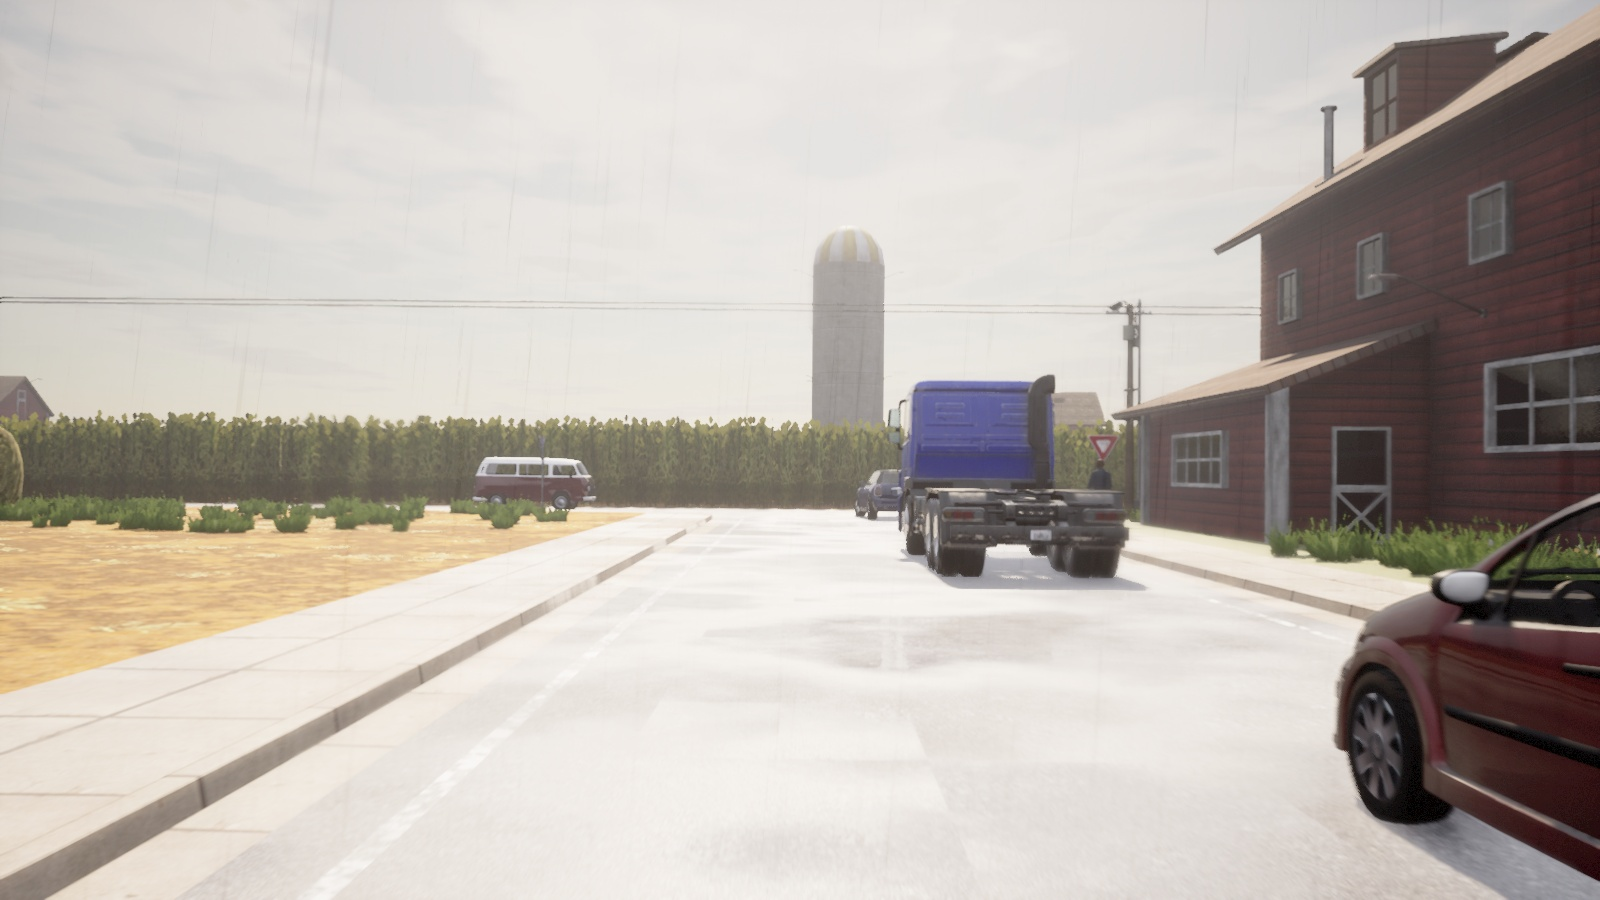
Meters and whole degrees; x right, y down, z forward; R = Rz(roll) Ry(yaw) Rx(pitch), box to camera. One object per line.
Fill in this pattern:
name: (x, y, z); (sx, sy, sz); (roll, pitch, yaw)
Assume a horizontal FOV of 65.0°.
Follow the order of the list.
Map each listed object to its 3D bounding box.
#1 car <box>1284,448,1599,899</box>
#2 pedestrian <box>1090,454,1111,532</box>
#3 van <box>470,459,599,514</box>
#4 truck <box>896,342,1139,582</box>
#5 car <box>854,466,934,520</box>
car: (3.494, 0.815, 4.653); (1.851, 1.617, 3.988); (0, -1, 0)
pedestrian: (7.228, 1.028, 30.225); (0.370, 1.835, 0.726); (0, -1, 5)
van: (-10.095, 1.391, 48.032); (4.480, 2.038, 2.069); (0, -1, 1)
truck: (3.455, 0.237, 22.156); (2.891, 3.462, 7.936); (0, -1, 0)
car: (3.195, 1.456, 43.673); (2.097, 1.767, 4.553); (0, -1, -5)
